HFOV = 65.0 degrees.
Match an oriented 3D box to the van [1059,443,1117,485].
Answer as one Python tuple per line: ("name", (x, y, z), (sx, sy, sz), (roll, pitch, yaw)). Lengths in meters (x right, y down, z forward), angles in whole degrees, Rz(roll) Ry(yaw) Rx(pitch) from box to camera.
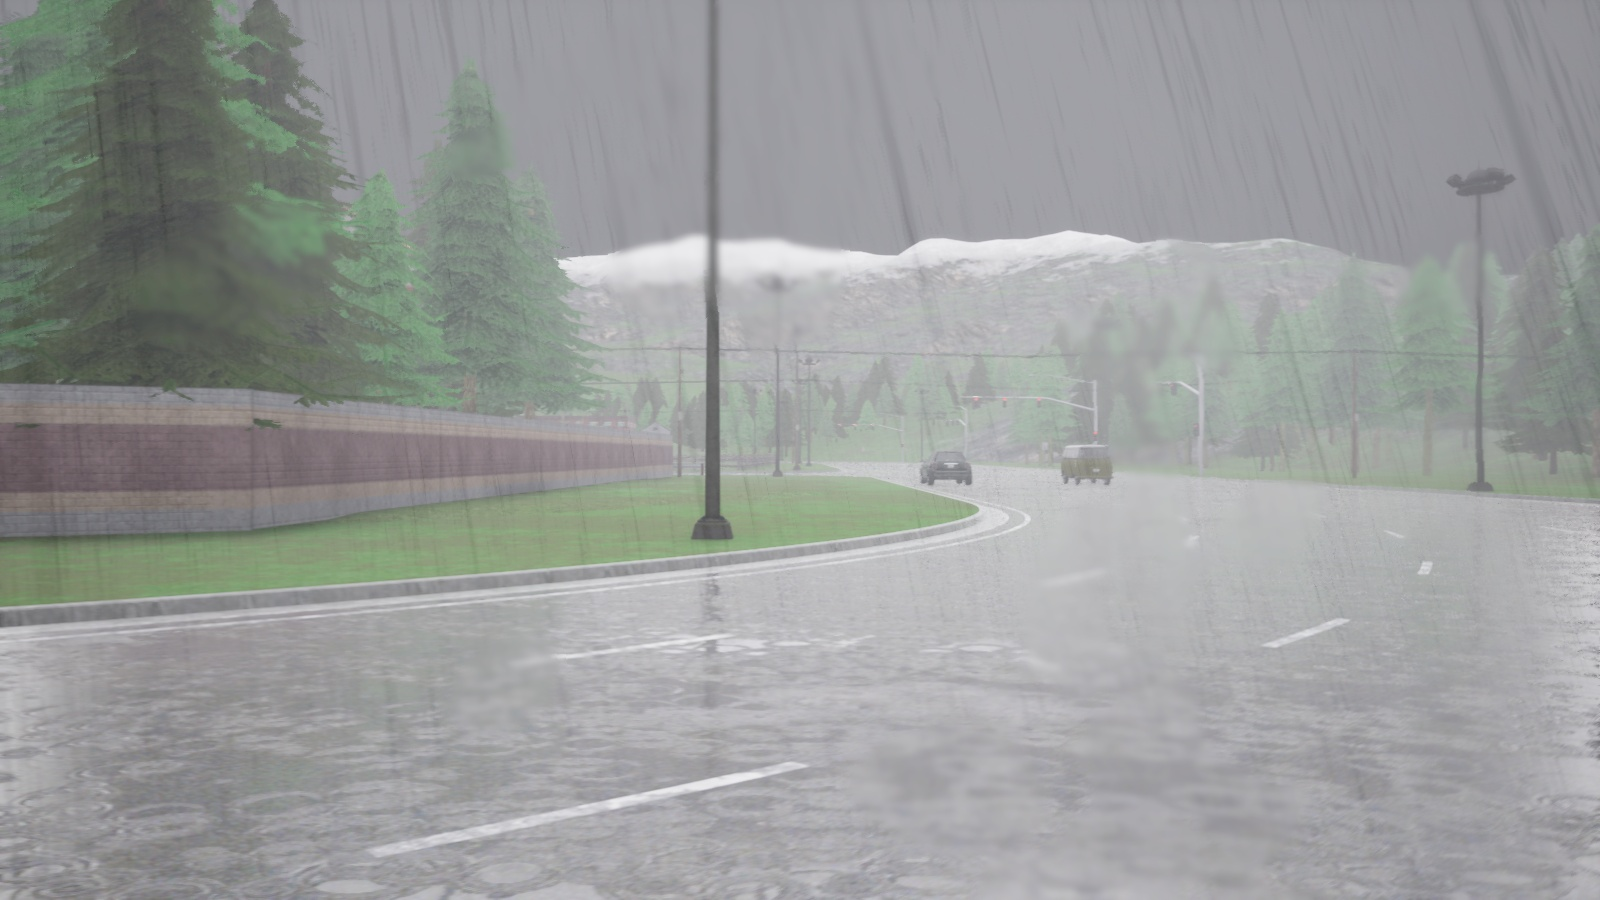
("van", (14.184, 0.656, 62.047), (1.775, 1.987, 4.442), (0, 0, -1))

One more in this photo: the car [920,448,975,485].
("car", (7.187, 0.779, 61.716), (2.097, 1.767, 4.553), (0, 0, -1))
